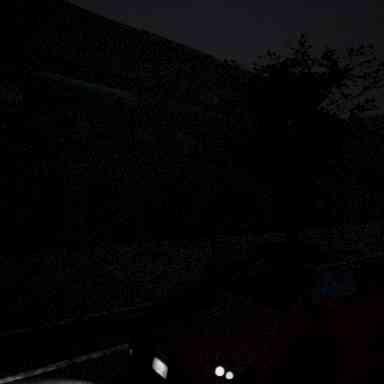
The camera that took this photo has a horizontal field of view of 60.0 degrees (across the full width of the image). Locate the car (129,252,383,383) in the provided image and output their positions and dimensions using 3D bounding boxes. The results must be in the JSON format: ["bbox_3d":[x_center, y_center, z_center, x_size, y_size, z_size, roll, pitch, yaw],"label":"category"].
[{"bbox_3d":[1.302,1.586,4.493,4.181,1.385,1.994,0,0,-36],"label":"car"}]
